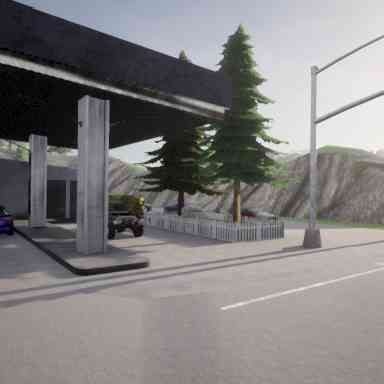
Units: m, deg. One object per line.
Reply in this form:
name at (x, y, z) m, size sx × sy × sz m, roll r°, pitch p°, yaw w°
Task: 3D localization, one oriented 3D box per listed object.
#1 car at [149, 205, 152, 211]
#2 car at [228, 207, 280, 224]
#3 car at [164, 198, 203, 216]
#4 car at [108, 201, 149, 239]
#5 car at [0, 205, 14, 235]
car at (-6.918, 1.667, 41.451) m, size 2.033 × 1.411 × 5.357 m, roll 1°, pitch 0°, yaw -35°
car at (4.523, 1.816, 24.869) m, size 1.994 × 1.385 × 4.181 m, roll 1°, pitch 0°, yaw -35°
car at (-0.884, 1.542, 32.706) m, size 2.097 × 1.767 × 4.553 m, roll 1°, pitch 0°, yaw -35°
car at (-4.272, 1.448, 18.380) m, size 1.905 × 1.878 × 3.866 m, roll 1°, pitch 0°, yaw -35°
car at (-11.400, 1.524, 18.656) m, size 2.242 × 1.667 × 4.611 m, roll 1°, pitch 0°, yaw -35°
